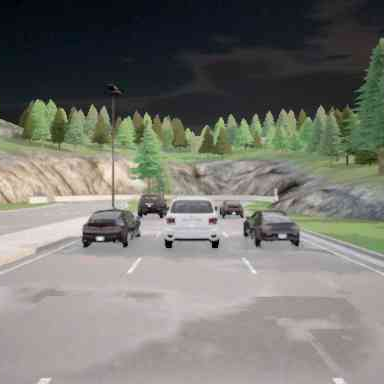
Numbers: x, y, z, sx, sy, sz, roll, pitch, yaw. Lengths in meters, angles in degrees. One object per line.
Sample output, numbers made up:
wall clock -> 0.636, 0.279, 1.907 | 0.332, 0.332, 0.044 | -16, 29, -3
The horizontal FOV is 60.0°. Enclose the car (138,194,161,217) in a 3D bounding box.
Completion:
car -> -3.499, 1.217, 29.815 | 2.150, 2.045, 5.566 | 0, 0, 0

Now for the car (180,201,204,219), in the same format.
car -> 0.006, 1.564, 30.085 | 1.994, 1.385, 4.181 | 0, 0, 0

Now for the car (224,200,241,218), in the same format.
car -> 3.505, 1.508, 30.094 | 1.837, 1.490, 4.892 | 0, 0, 0

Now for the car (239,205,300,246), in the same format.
car -> 3.506, 1.526, 15.149 | 1.812, 1.442, 4.674 | 0, 0, 0

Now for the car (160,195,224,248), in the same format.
car -> 0.001, 1.217, 14.810 | 2.150, 2.045, 5.566 | 0, 0, 0

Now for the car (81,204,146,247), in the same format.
car -> -3.495, 1.507, 15.085 | 1.837, 1.490, 4.892 | 0, 0, 0
